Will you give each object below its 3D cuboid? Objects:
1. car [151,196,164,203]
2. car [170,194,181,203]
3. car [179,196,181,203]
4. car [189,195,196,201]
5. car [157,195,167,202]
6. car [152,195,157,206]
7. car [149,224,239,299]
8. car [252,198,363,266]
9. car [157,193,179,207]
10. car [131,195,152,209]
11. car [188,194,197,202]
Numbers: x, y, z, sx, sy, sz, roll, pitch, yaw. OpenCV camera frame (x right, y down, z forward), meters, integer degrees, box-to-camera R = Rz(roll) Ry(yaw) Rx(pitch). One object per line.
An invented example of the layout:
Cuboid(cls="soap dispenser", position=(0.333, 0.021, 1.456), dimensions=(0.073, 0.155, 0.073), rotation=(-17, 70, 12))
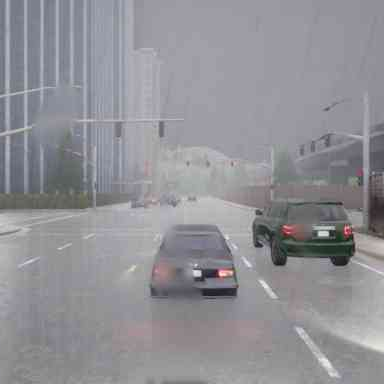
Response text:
Cuboid(cls="car", position=(-6.984, 1.492, 67.593), dimensions=(2.128, 1.511, 4.902), rotation=(0, 0, 0))
Cuboid(cls="car", position=(-3.464, 1.355, 71.728), dimensions=(2.097, 1.767, 4.553), rotation=(0, 0, 0))
Cuboid(cls="car", position=(-3.534, 1.351, 61.529), dimensions=(2.097, 1.767, 4.553), rotation=(0, 0, 0))
Cuboid(cls="car", position=(0.045, 1.500, 88.905), dimensions=(1.837, 1.490, 4.892), rotation=(0, 0, 0))
Cuboid(cls="car", position=(-6.961, 1.519, 77.852), dimensions=(1.812, 1.442, 4.674), rotation=(0, 0, 0))
Cuboid(cls="car", position=(-7.056, 1.351, 56.056), dimensions=(2.097, 1.767, 4.553), rotation=(0, 0, 0))
Cuboid(cls="car", position=(0.059, 1.547, 8.642), dimensions=(2.033, 1.411, 5.357), rotation=(0, 0, 1))
Cuboid(cls="car", position=(3.577, 1.221, 11.674), dimensions=(2.150, 2.045, 5.566), rotation=(0, 0, 1))
Cuboid(cls="car", position=(-3.569, 1.225, 50.379), dimensions=(2.150, 2.045, 5.566), rotation=(0, 0, 0))
Cuboid(cls="car", position=(-7.073, 1.505, 45.312), dimensions=(1.837, 1.490, 4.892), rotation=(0, 0, 0))
Cuboid(cls="car", position=(0.039, 1.355, 78.660), dimensions=(2.097, 1.767, 4.553), rotation=(0, 0, 0))
